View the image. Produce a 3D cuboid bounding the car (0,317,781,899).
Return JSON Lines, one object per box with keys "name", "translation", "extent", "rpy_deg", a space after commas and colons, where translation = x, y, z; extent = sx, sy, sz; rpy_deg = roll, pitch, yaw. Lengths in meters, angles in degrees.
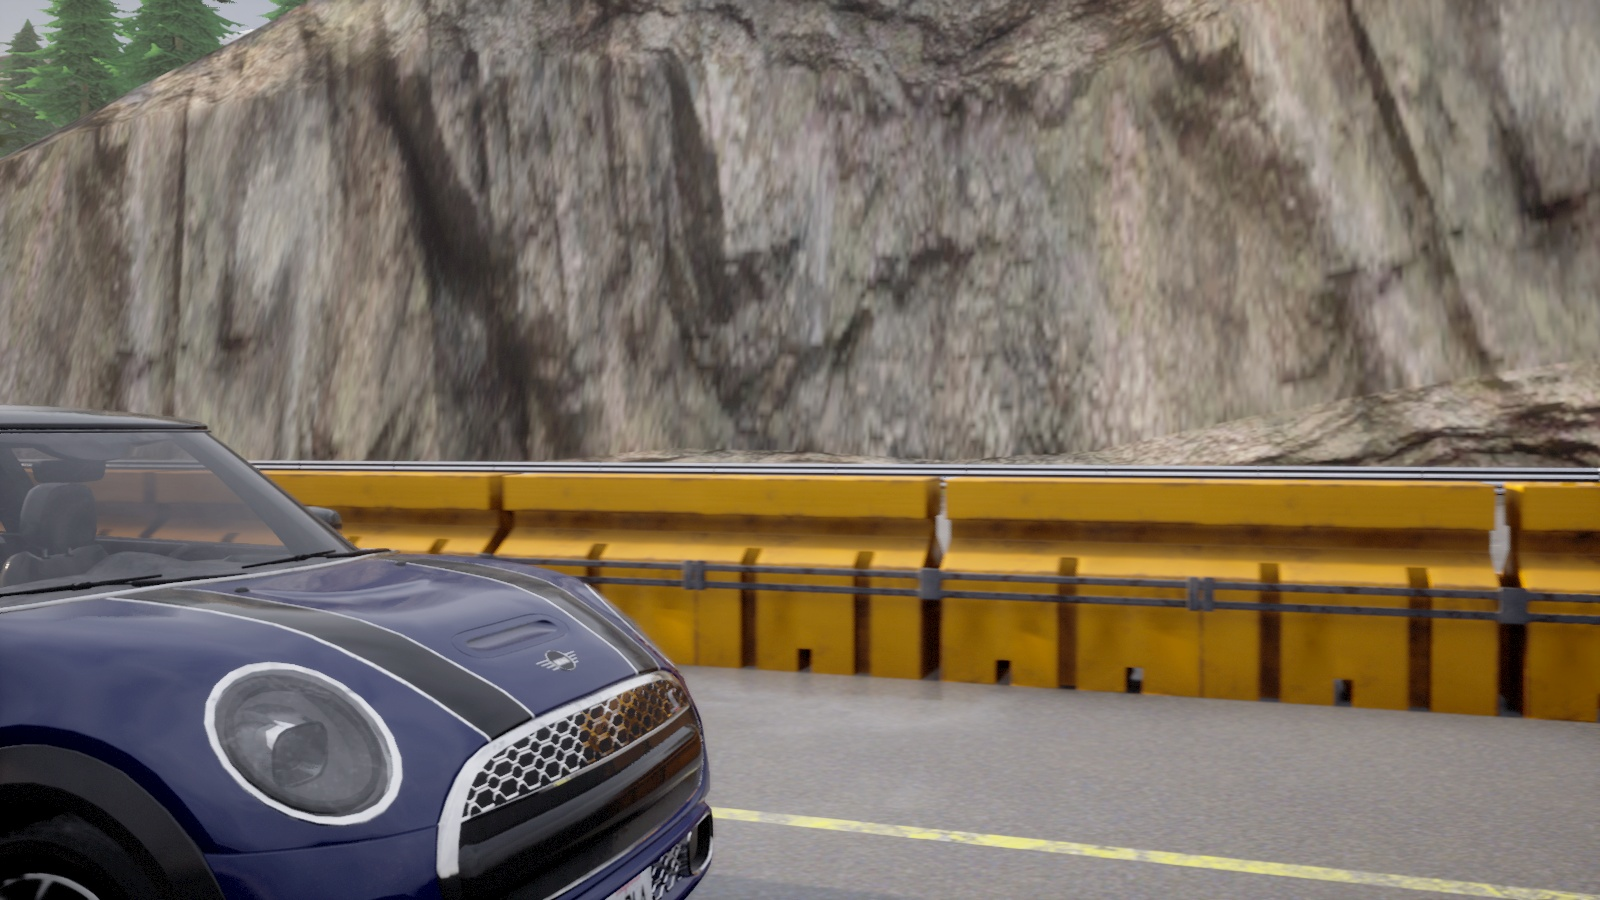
{"name": "car", "translation": [-2.559, 0.612, 4.052], "extent": [4.553, 1.767, 2.097], "rpy_deg": [0, 1, 19]}
